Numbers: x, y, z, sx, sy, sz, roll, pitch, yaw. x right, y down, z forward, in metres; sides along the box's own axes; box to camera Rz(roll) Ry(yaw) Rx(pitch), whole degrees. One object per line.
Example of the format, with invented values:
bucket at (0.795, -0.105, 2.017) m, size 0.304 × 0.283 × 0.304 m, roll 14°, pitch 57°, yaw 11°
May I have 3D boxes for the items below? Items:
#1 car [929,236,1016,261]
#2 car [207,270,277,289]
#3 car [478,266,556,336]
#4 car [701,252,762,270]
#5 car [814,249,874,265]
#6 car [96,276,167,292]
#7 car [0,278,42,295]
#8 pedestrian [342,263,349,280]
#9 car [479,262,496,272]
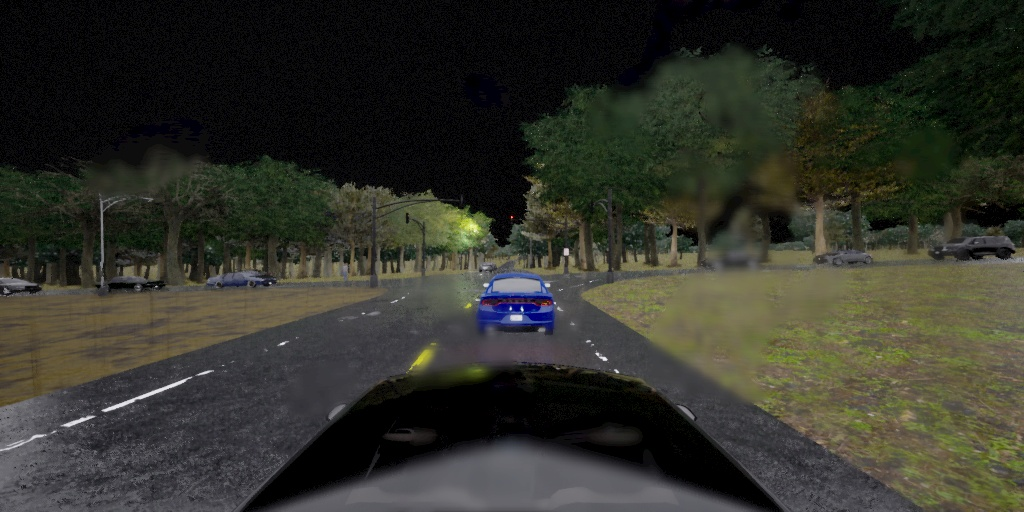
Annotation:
car at (40.926, -0.662, 31.975) m, size 5.566 × 2.045 × 2.150 m, roll -2°, pitch -1°, yaw 3°
car at (-23.429, 2.047, 31.117) m, size 5.357 × 1.411 × 2.033 m, roll -2°, pitch -1°, yaw 6°
car at (0.140, 1.233, 10.486) m, size 1.882 × 1.535 × 5.008 m, roll 0°, pitch 0°, yaw 1°
car at (20.043, 0.404, 32.884) m, size 5.008 × 1.535 × 1.882 m, roll -2°, pitch -1°, yaw 2°
car at (29.956, 0.100, 32.459) m, size 4.181 × 1.385 × 1.994 m, roll -2°, pitch -1°, yaw 2°
car at (-33.351, 2.437, 31.549) m, size 4.718 × 1.301 × 1.895 m, roll -2°, pitch -1°, yaw 3°
car at (-45.236, 2.724, 32.115) m, size 4.892 × 1.490 × 1.837 m, roll -1°, pitch -1°, yaw 3°
pedestrian at (-17.865, 1.680, 38.444) m, size 0.375 × 1.860 × 0.375 m, roll 0°, pitch 1°, yaw 3°
car at (-3.873, 1.677, 53.603) m, size 2.128 × 1.511 × 4.902 m, roll 0°, pitch -1°, yaw -1°
